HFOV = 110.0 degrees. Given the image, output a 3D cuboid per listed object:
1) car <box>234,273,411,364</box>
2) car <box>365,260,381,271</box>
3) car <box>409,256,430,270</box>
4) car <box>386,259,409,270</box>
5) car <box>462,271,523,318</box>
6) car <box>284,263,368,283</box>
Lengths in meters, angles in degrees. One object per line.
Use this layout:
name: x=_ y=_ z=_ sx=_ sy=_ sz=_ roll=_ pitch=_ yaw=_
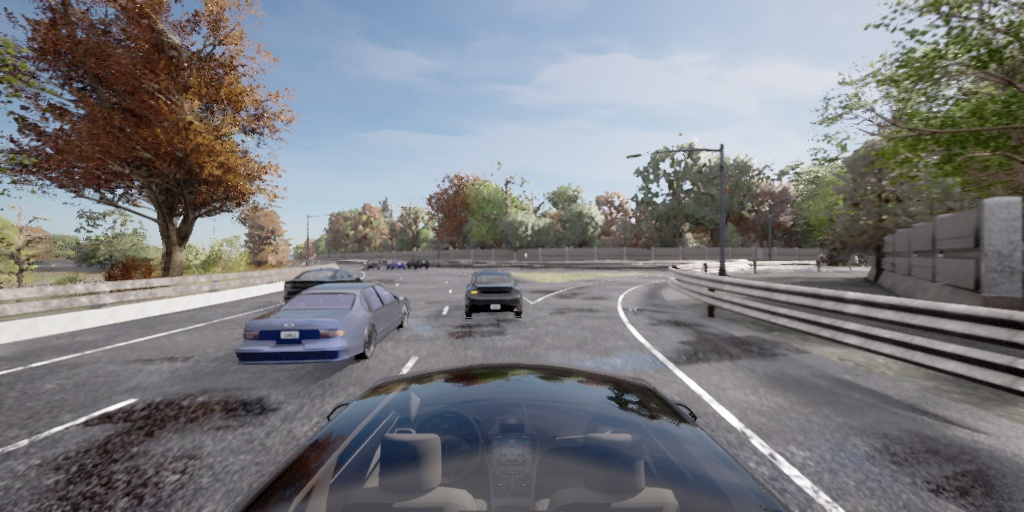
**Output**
car: x=-3.748 y=1.316 z=8.261 sx=2.033 sy=1.411 sz=5.357 roll=0 pitch=0 yaw=-4
car: x=-20.901 y=1.374 z=53.337 sx=1.837 sy=1.490 sz=4.892 roll=0 pitch=0 yaw=-32
car: x=-14.839 y=1.072 z=56.834 sx=2.150 sy=2.045 sz=5.566 roll=0 pitch=0 yaw=-32
car: x=-17.847 y=1.212 z=55.047 sx=2.097 sy=1.767 sz=4.553 roll=0 pitch=0 yaw=-32
car: x=-0.749 y=1.267 z=13.054 sx=1.837 sy=1.490 sz=4.892 roll=0 pitch=0 yaw=-6
car: x=-8.134 y=1.269 z=15.878 sx=1.882 sy=1.535 sz=5.008 roll=0 pitch=0 yaw=-8
